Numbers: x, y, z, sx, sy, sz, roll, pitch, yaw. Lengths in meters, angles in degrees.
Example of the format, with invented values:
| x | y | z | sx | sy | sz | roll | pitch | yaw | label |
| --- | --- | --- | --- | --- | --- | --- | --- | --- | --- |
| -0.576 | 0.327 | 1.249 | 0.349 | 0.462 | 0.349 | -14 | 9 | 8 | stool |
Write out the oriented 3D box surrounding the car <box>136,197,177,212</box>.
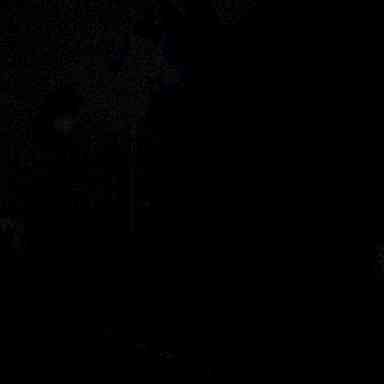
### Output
| x | y | z | sx | sy | sz | roll | pitch | yaw | label |
| --- | --- | --- | --- | --- | --- | --- | --- | --- | --- |
| -4.002 | 1.387 | 35.698 | 1.994 | 1.385 | 4.181 | 0 | 0 | 36 | car |

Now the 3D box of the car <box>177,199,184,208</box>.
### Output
| x | y | z | sx | sy | sz | roll | pitch | yaw | label |
| --- | --- | --- | --- | --- | --- | --- | --- | --- | --- |
| -3.190 | 1.354 | 41.857 | 2.033 | 1.411 | 5.357 | 0 | 0 | 36 | car |

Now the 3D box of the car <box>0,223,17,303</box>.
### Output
| x | y | z | sx | sy | sz | roll | pitch | yaw | label |
| --- | --- | --- | --- | --- | --- | --- | --- | --- | --- |
| -5.542 | 1.315 | 6.758 | 5.009 | 1.841 | 2.192 | 0 | 0 | 35 | car |
